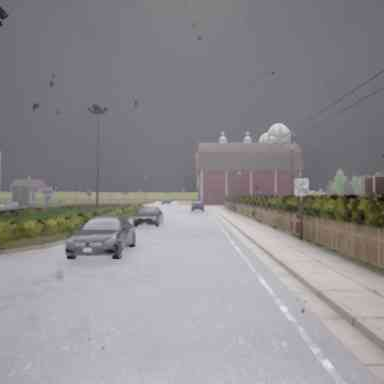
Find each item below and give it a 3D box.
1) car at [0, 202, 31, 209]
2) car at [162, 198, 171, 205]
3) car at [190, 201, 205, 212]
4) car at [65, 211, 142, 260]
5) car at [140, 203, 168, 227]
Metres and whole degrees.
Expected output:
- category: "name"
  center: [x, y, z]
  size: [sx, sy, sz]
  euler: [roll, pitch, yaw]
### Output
- category: "car"
  center: [-20.268, 1.969, 38.395]
  size: [1.837, 1.490, 4.892]
  euler: [0, -1, 5]
- category: "car"
  center: [-6.852, 2.456, 89.692]
  size: [2.097, 1.767, 4.553]
  euler: [0, -1, 2]
- category: "car"
  center: [0.818, 2.112, 49.172]
  size: [1.837, 1.490, 4.892]
  euler: [0, -1, 1]
- category: "car"
  center: [-3.419, 1.689, 13.305]
  size: [1.812, 1.442, 4.674]
  euler: [0, -1, 1]
- category: "car"
  center: [-3.219, 1.861, 25.548]
  size: [2.033, 1.411, 5.357]
  euler: [0, -1, 1]
